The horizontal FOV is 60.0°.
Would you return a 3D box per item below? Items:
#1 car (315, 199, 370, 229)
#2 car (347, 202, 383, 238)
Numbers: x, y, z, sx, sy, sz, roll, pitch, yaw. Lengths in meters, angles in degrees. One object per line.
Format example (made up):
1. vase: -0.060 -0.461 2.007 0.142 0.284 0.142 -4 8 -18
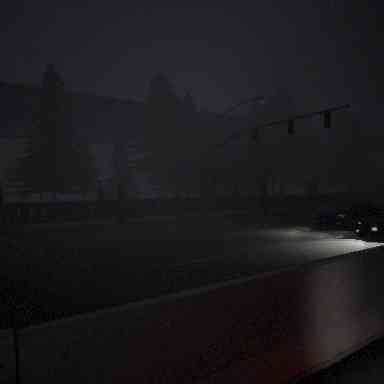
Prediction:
1. car: 9.074 1.174 19.060 5.008 1.535 1.882 -1 1 -35
2. car: 9.084 1.308 14.768 4.181 1.385 1.994 -1 1 -35
